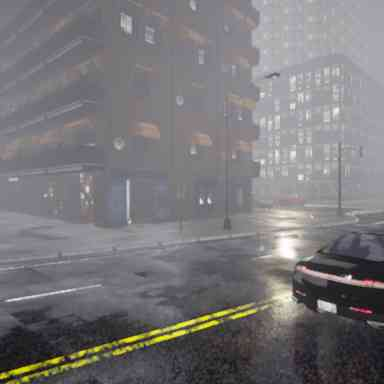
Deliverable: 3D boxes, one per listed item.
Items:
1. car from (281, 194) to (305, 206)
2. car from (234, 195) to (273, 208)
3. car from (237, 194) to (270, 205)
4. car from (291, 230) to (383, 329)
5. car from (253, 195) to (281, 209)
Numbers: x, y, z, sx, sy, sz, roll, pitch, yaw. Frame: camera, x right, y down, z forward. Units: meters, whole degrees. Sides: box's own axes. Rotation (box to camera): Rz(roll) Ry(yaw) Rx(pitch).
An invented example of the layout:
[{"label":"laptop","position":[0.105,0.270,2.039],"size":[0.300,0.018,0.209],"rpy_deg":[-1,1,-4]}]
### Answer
[{"label":"car","position":[12.631,1.014,43.666],"size":[4.097,1.590,1.967],"rpy_deg":[1,0,44]},{"label":"car","position":[7.433,1.150,40.492],"size":[4.181,1.385,1.994],"rpy_deg":[1,1,44]},{"label":"car","position":[8.699,1.057,47.303],"size":[4.313,1.339,1.947],"rpy_deg":[1,0,44]},{"label":"car","position":[3.956,1.482,6.381],"size":[4.902,1.511,2.128],"rpy_deg":[0,0,-36]},{"label":"car","position":[7.021,1.160,37.203],"size":[4.829,1.417,1.752],"rpy_deg":[1,0,44]}]
